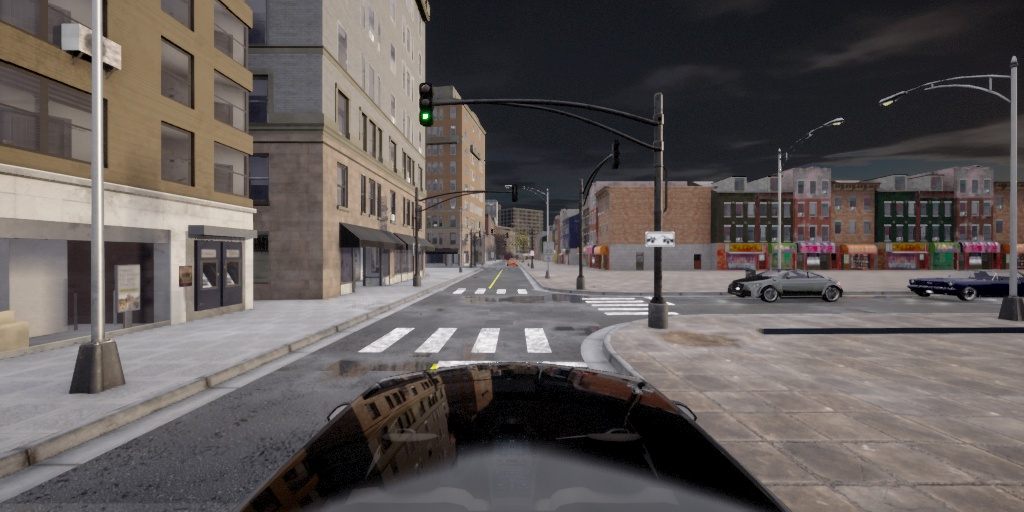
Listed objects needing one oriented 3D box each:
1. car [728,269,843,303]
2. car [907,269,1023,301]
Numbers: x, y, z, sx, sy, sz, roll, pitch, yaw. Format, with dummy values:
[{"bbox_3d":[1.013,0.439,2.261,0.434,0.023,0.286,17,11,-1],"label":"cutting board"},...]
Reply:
[{"bbox_3d":[12.036,1.262,15.957,4.181,1.385,1.994,0,0,0],"label":"car"},{"bbox_3d":[20.822,1.266,16.007,4.718,1.301,1.895,0,0,0],"label":"car"}]
